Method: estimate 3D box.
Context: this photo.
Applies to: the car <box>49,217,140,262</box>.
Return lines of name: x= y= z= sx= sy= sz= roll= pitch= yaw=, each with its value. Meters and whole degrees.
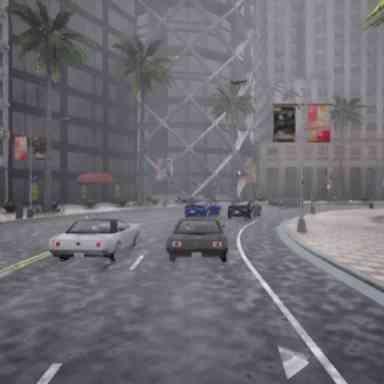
car: x=-3.209 y=1.573 z=12.077 sx=1.895 sy=1.301 sz=4.718 roll=0 pitch=0 yaw=3

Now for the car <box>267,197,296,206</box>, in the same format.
car: x=14.133 y=1.443 z=52.547 sx=4.181 sy=1.385 sz=1.994 roll=0 pitch=0 yaw=-26

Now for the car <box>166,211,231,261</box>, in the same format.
car: x=0.287 y=1.573 z=12.080 sx=1.895 sy=1.301 sz=4.718 roll=0 pitch=0 yaw=3

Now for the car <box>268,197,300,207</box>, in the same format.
car: x=13.736 y=1.435 z=48.570 sx=5.357 sy=1.411 sz=2.033 roll=0 pitch=0 yaw=-30

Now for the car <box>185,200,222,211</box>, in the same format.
car: x=1.079 y=1.411 z=28.933 sx=1.882 sy=1.535 sz=5.008 roll=0 pitch=0 yaw=25

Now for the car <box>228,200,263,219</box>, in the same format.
car: x=4.570 y=1.412 z=28.141 sx=1.882 sy=1.535 sz=5.008 roll=0 pitch=0 yaw=26
